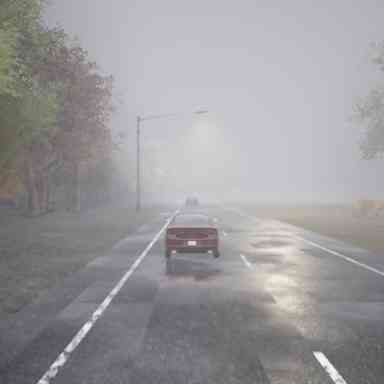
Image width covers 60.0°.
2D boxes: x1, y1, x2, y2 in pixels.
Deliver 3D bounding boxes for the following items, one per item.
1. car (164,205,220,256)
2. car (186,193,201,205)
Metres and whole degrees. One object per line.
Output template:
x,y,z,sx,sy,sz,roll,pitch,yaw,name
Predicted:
0.004,1.483,13.092,1.882,1.535,5.008,0,0,0,car
0.018,1.347,54.458,2.097,1.767,4.553,0,0,0,car
